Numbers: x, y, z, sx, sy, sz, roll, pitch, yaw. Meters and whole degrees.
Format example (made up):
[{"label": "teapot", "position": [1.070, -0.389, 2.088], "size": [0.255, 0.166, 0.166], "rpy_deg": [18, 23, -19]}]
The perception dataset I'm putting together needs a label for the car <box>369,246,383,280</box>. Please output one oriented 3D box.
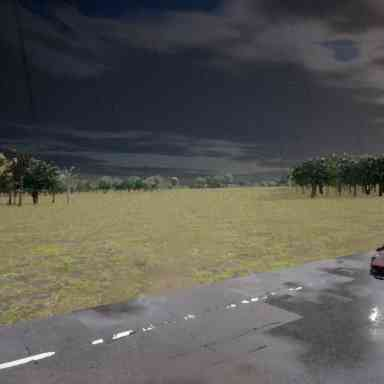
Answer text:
[{"label": "car", "position": [6.402, 1.567, 8.547], "size": [4.181, 1.385, 1.994], "rpy_deg": [0, 0, -35]}]
